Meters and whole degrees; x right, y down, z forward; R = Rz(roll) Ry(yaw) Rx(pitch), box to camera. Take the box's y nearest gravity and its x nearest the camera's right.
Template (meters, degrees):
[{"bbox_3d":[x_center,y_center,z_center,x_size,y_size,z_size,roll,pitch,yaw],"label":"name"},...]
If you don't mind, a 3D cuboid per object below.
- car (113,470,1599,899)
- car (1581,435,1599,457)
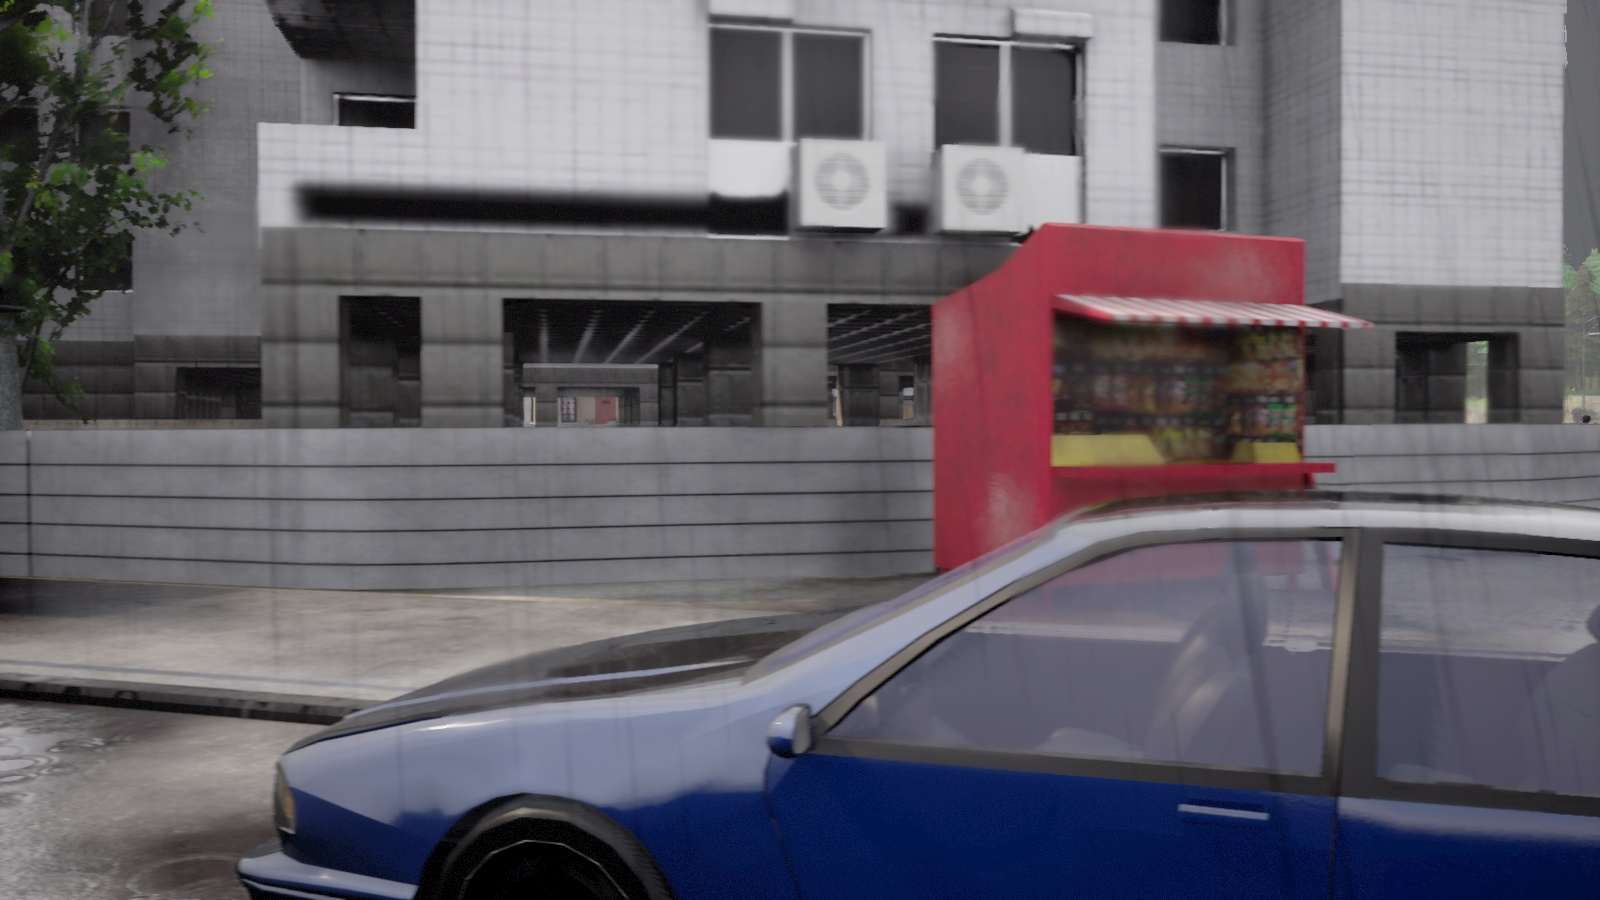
[{"bbox_3d":[1.090,0.825,3.353,5.357,1.411,2.033,0,1,19],"label":"car"},{"bbox_3d":[53.672,-0.299,83.650,1.812,1.442,4.674,0,1,19],"label":"car"}]
